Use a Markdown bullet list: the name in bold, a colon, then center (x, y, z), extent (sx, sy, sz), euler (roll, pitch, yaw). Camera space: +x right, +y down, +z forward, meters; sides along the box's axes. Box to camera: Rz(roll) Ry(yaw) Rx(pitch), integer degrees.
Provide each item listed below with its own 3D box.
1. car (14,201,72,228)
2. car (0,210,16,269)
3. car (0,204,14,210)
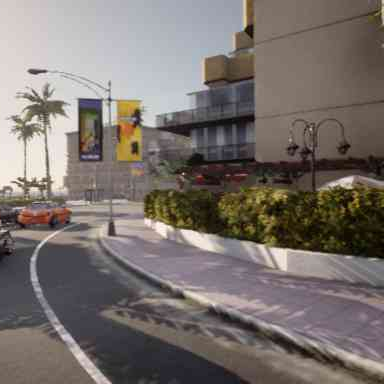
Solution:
- **car**: center (-9.929, 1.408, 22.949), extent (2.097, 1.767, 4.553), euler (-1, 0, -3)
- **car**: center (-6.910, 1.561, 10.473), extent (1.837, 1.490, 4.892), euler (-1, 1, -23)
- **car**: center (-13.423, 1.608, 22.925), extent (1.837, 1.490, 4.892), euler (-1, 1, -3)
